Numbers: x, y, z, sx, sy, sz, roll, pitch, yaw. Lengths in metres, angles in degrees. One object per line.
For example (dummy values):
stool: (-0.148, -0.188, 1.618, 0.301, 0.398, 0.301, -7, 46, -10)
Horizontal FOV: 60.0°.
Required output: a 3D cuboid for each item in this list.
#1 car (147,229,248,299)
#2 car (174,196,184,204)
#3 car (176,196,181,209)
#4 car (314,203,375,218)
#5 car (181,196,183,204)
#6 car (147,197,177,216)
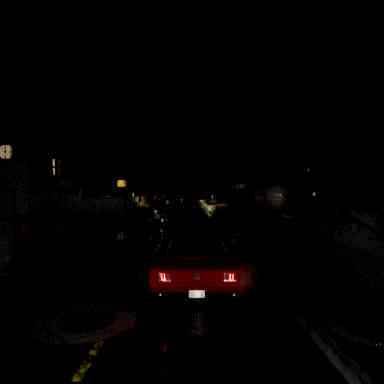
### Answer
car: (0.100, 1.594, 8.362, 1.895, 1.301, 4.718, 0, 0, 0)
car: (-2.757, 1.583, 69.190, 1.882, 1.535, 5.008, 0, -1, 0)
car: (-2.845, 1.552, 44.188, 1.812, 1.442, 4.674, 0, 0, 0)
car: (11.791, 1.470, 24.560, 5.357, 1.411, 2.033, 0, 3, 2)
car: (-2.836, 1.620, 54.686, 1.994, 1.385, 4.181, 0, 0, 0)
car: (-3.090, 1.494, 32.231, 2.128, 1.511, 4.902, 0, 0, 4)
